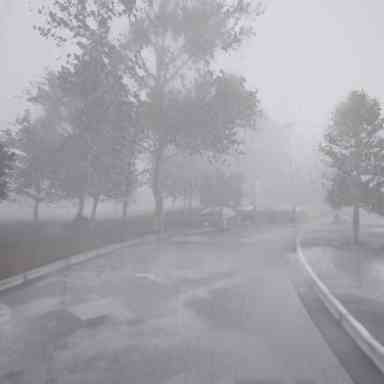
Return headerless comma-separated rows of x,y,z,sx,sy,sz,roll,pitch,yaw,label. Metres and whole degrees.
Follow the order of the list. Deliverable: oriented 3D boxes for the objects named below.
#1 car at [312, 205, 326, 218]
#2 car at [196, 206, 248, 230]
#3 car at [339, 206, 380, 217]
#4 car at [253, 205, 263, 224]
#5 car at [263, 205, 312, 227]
12.281,2.180,36.637,5.008,1.535,2.097,1,-4,-43,car
1.926,1.756,23.069,2.231,1.521,4.892,-2,-1,26,car
19.387,2.118,37.609,5.357,1.411,2.033,1,-4,-35,car
8.383,2.025,32.625,2.231,1.521,4.892,-3,-4,39,car
7.220,1.700,24.669,1.882,1.535,5.008,-3,-3,31,car
